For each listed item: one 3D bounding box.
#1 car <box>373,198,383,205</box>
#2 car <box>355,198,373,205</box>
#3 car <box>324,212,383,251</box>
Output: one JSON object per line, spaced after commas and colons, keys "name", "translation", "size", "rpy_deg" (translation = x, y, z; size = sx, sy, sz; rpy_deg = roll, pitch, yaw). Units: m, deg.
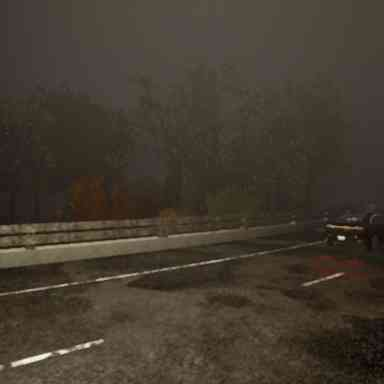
{"name": "car", "translation": [43.785, 2.125, 78.747], "size": [2.097, 1.767, 4.553], "rpy_deg": [0, 0, 5]}
{"name": "car", "translation": [40.313, 2.276, 79.206], "size": [2.128, 1.511, 4.902], "rpy_deg": [0, 0, 5]}
{"name": "car", "translation": [7.723, 1.640, 14.934], "size": [4.902, 1.511, 2.128], "rpy_deg": [1, 0, -43]}
